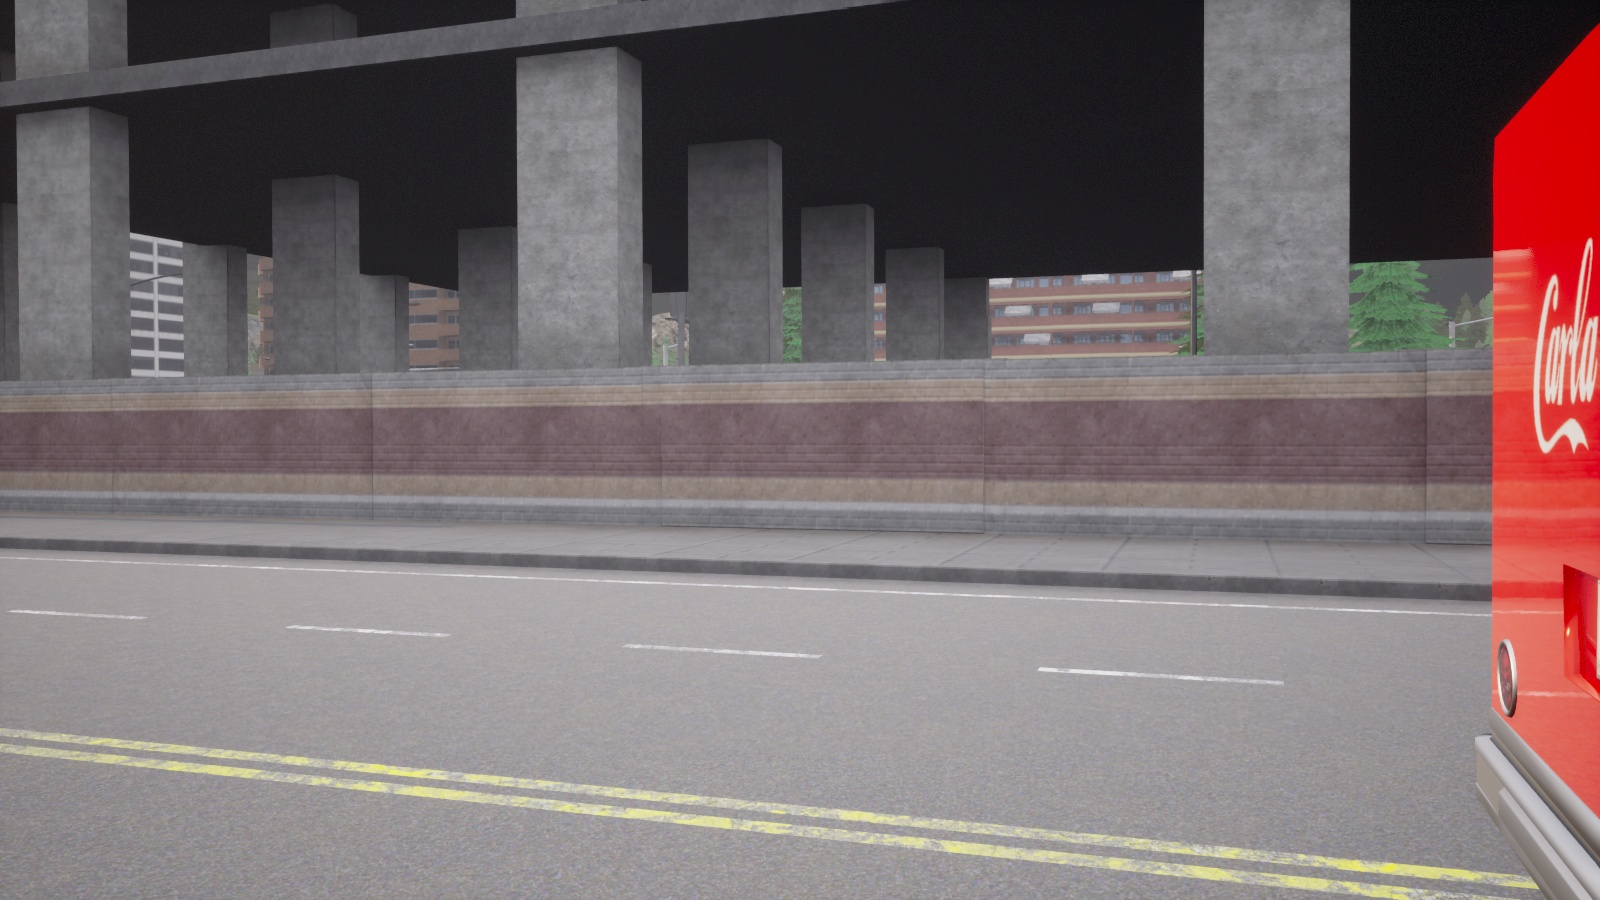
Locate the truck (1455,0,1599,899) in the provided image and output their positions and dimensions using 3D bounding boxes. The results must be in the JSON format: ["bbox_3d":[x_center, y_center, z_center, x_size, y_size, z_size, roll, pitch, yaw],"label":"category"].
[{"bbox_3d":[4.085,0.326,1.809,5.204,2.467,2.627,1,1,19],"label":"truck"}]
